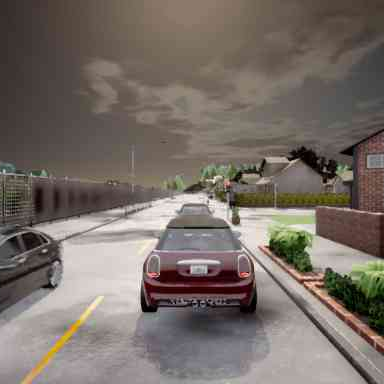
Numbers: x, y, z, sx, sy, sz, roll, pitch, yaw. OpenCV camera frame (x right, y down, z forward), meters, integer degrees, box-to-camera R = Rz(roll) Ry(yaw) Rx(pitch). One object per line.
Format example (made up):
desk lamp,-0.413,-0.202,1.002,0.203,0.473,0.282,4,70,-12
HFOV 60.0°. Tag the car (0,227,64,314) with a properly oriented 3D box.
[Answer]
car,-4.079,1.505,6.346,1.837,1.490,4.892,0,0,0

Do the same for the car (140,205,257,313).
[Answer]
car,0.120,1.352,7.840,2.097,1.767,4.553,0,0,0

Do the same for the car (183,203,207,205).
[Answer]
car,0.152,1.352,17.538,2.097,1.767,4.553,0,0,0
